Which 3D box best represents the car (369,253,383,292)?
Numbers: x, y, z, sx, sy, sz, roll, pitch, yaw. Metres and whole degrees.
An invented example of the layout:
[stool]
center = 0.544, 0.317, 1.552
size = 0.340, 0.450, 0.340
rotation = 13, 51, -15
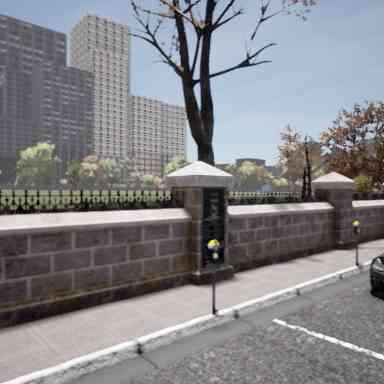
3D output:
[car]
center = 5.855, 1.569, 7.923
size = 4.313, 1.339, 1.947
rotation = 0, 0, -41
